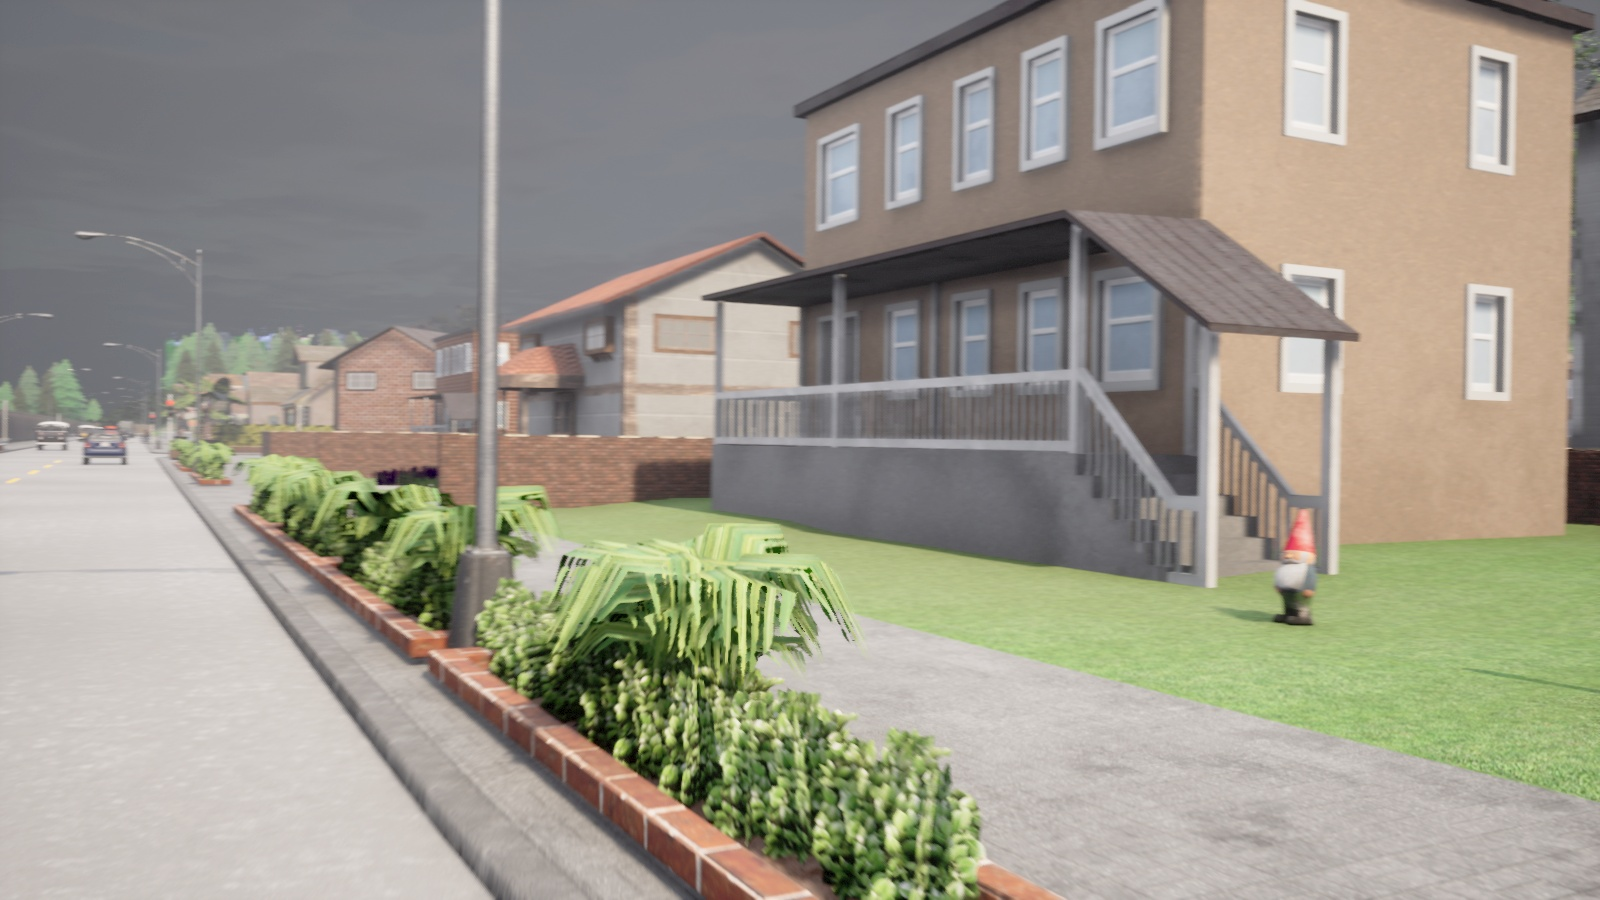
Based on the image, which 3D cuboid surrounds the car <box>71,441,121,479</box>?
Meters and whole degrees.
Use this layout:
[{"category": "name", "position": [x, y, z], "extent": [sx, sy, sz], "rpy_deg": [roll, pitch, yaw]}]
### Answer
[{"category": "car", "position": [-30.330, 0.398, 54.182], "extent": [1.789, 1.549, 3.705], "rpy_deg": [-1, 1, -28]}]
